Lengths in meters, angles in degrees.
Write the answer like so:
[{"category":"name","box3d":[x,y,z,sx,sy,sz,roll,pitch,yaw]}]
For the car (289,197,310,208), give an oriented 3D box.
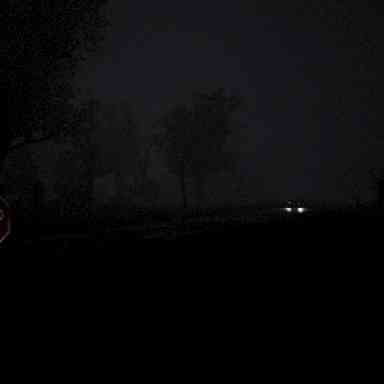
[{"category":"car","box3d":[15.129,1.427,46.759,1.837,1.490,4.892,-1,-1,35]}]
